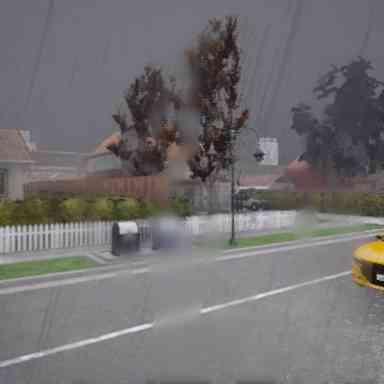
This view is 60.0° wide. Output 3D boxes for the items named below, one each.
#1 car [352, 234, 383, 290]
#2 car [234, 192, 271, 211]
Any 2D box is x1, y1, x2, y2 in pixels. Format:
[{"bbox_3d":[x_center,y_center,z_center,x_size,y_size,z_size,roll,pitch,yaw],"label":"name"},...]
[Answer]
[{"bbox_3d":[5.918,1.474,8.206,5.008,1.535,1.882,0,0,-35],"label":"car"},{"bbox_3d":[6.075,0.982,33.933,1.905,1.878,3.866,0,0,-35],"label":"car"}]
